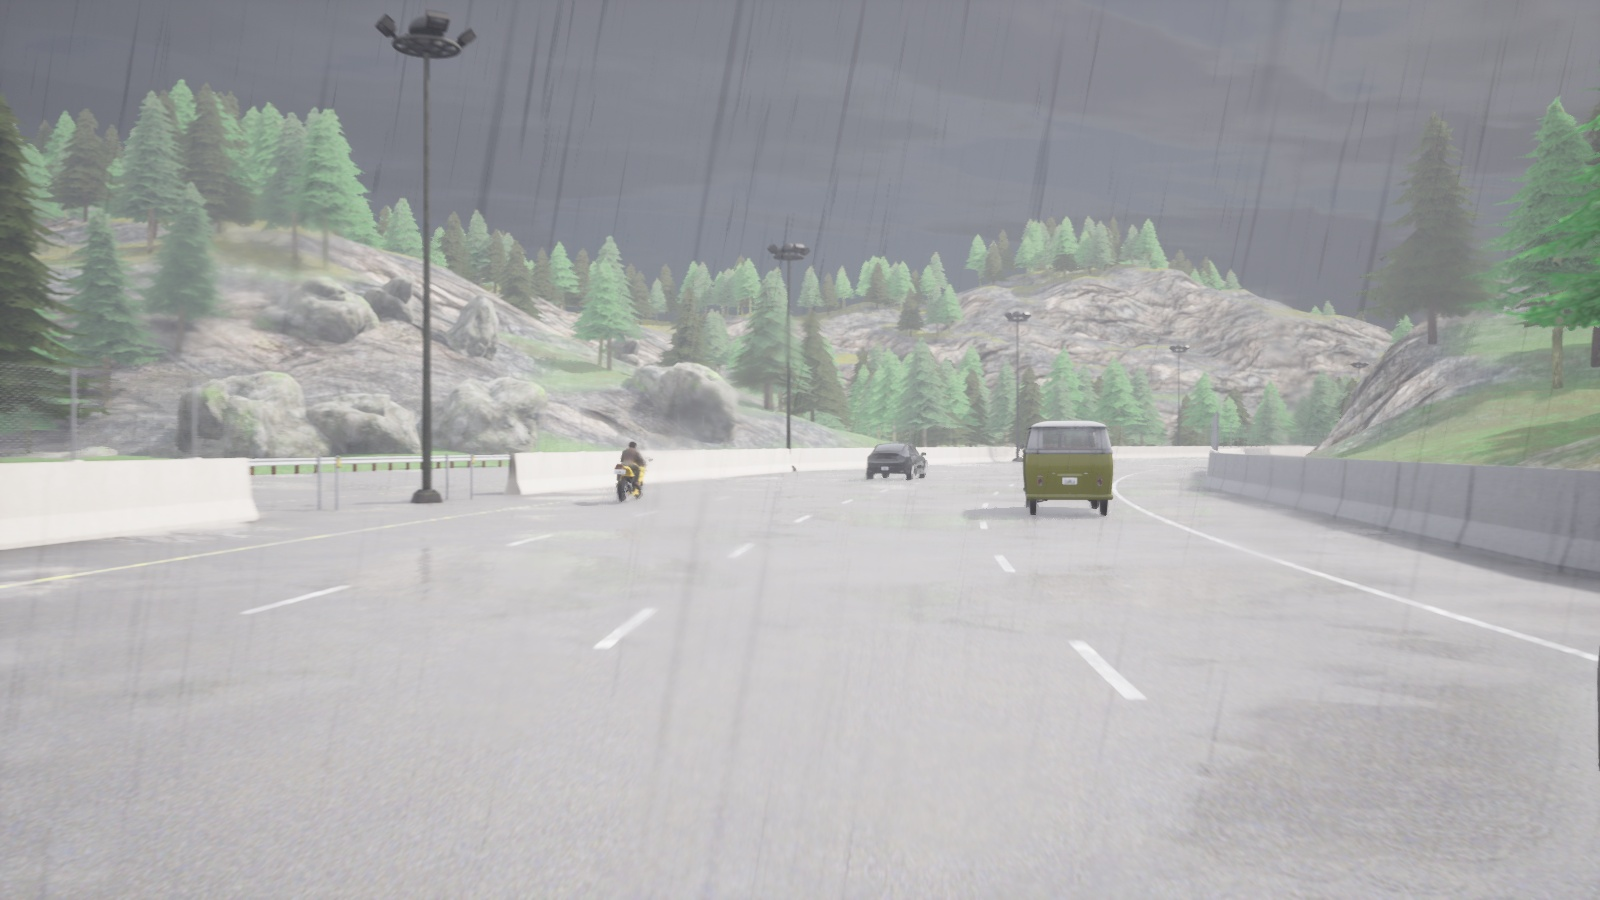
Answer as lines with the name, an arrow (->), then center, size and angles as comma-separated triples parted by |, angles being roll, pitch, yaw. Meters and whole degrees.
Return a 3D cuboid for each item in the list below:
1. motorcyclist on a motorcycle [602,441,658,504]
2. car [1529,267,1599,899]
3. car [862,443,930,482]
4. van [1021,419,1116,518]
motorcyclist on a motorcycle -> -4.236, 0.541, 31.440 | 0.797, 1.523, 2.044 | 1, 0, 10
car -> 3.527, 0.467, 1.494 | 2.150, 2.045, 5.566 | 0, 0, 1
car -> 4.008, 0.474, 51.597 | 1.837, 1.490, 4.892 | 0, 0, 16
van -> 5.804, 0.361, 27.545 | 1.775, 1.987, 4.442 | 0, 0, 9
